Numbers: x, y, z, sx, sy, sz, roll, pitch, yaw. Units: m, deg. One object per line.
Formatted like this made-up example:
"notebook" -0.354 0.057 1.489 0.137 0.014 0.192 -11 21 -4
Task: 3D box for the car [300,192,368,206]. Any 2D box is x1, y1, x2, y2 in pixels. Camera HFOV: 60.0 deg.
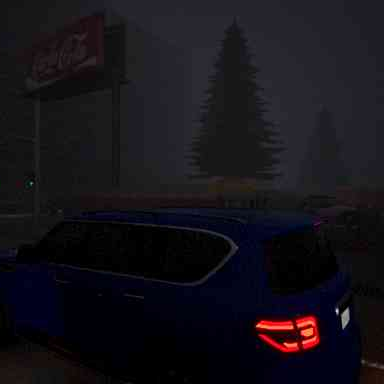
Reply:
"car" 9.169 1.149 22.010 3.866 1.878 1.905 0 0 35

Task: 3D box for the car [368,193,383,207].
"car" 26.613 1.285 47.798 3.988 1.617 1.851 0 0 35

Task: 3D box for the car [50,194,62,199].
"car" -13.986 1.222 36.249 2.150 2.045 5.566 0 0 35

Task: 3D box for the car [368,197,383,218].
"car" 11.109 1.338 24.067 4.193 1.474 1.816 0 0 35

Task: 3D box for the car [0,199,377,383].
"car" -0.795 1.221 4.566 5.566 2.045 2.150 0 0 36
